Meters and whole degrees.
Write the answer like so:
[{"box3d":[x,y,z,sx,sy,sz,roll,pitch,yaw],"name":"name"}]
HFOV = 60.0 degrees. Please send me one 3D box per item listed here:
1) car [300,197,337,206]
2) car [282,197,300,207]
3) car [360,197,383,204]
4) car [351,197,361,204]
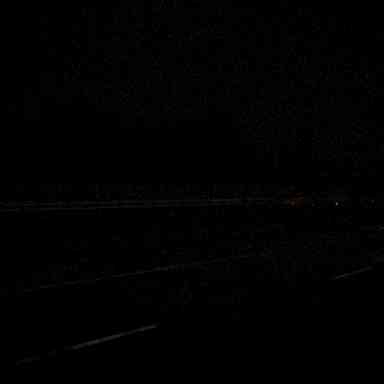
[{"box3d":[15.968,1.479,41.163,4.892,1.490,1.837,0,0,-35],"name":"car"},{"box3d":[14.048,1.452,44.089,5.008,1.535,1.882,0,0,-35],"name":"car"},{"box3d":[20.840,1.465,36.042,4.902,1.511,2.128,0,0,-35],"name":"car"},{"box3d":[27.476,1.526,53.617,4.181,1.385,1.994,0,0,-35],"name":"car"}]
